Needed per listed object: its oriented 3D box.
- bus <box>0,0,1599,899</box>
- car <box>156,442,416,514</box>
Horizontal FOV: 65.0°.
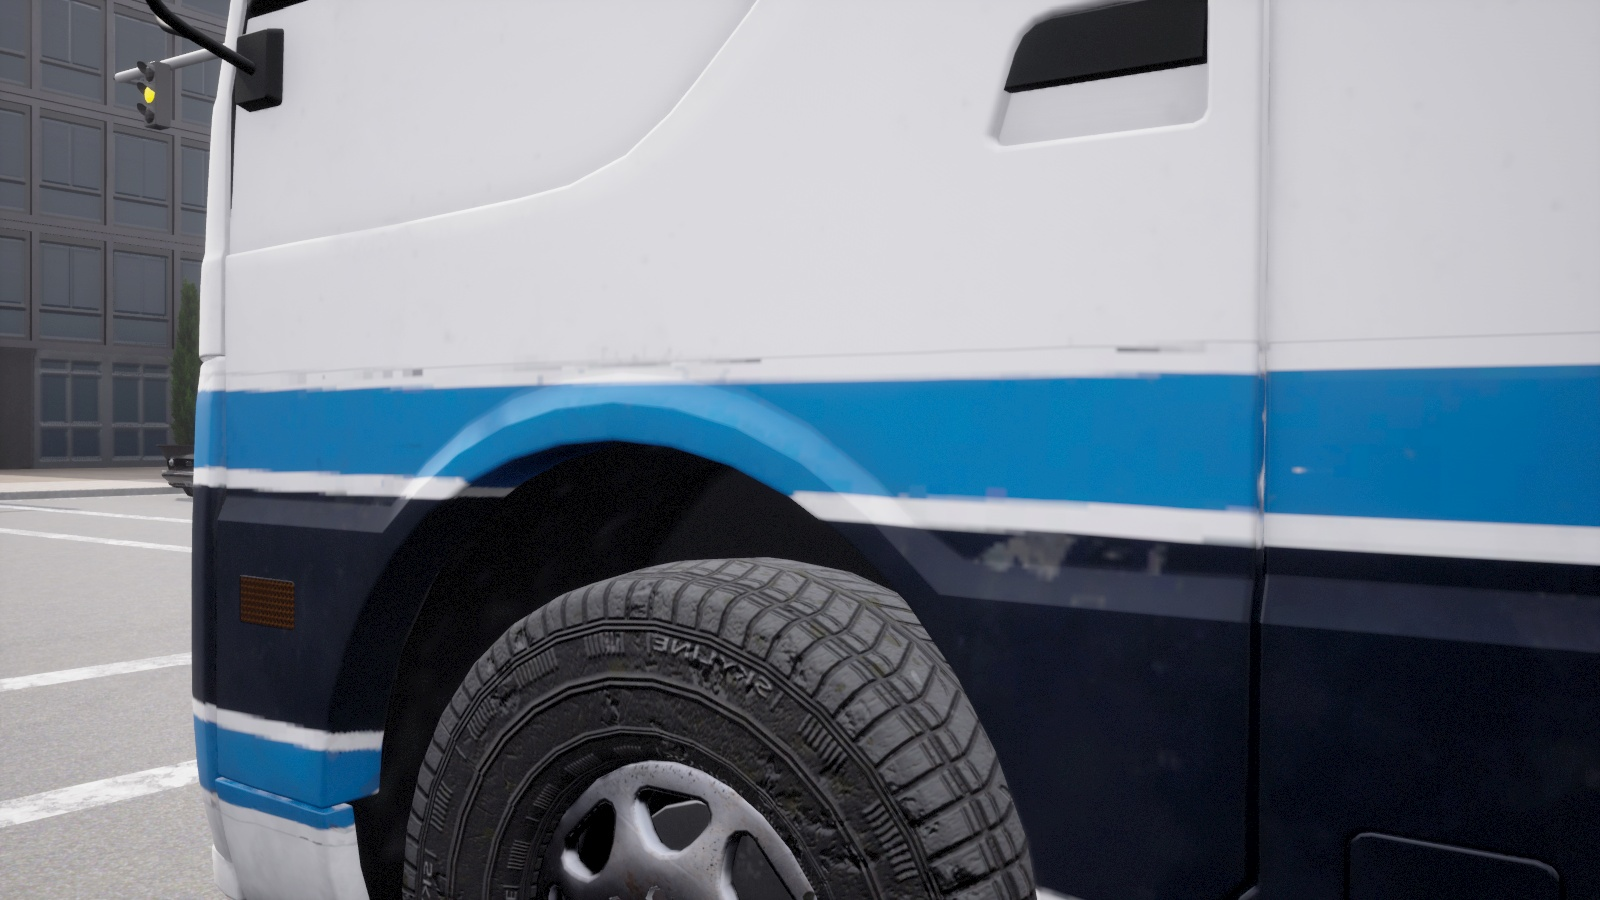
[{"bbox_3d":[3.120,-0.694,1.523,10.273,4.253,3.944,0,1,34],"label":"bus"},{"bbox_3d":[-10.509,0.516,26.022,1.895,1.301,4.718,0,1,34],"label":"car"}]
